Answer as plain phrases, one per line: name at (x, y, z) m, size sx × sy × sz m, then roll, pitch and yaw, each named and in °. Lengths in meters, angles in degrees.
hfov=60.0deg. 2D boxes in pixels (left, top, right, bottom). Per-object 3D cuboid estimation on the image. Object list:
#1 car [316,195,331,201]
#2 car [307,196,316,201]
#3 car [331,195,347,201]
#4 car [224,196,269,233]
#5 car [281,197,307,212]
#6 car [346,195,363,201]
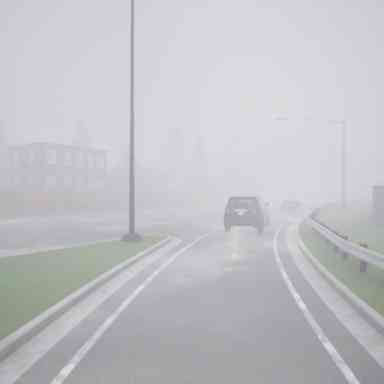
car at (33.980, 1.593, 85.269) m, size 1.837 × 1.490 × 4.892 m, roll 0°, pitch 0°, yaw 35°
car at (31.347, 1.638, 87.611) m, size 1.994 × 1.385 × 4.181 m, roll 0°, pitch 0°, yaw 35°
car at (37.073, 1.458, 83.585) m, size 2.097 × 1.767 × 4.553 m, roll 0°, pitch 0°, yaw 35°
car at (3.395, 1.230, 20.163) m, size 2.150 × 2.045 × 5.566 m, roll 0°, pitch 0°, yaw 17°
car at (11.974, 1.524, 39.834) m, size 2.128 × 1.511 × 4.902 m, roll 0°, pitch 0°, yaw 28°
car at (39.979, 1.707, 81.634) m, size 1.895 × 1.301 × 4.718 m, roll 0°, pitch 0°, yaw 35°
